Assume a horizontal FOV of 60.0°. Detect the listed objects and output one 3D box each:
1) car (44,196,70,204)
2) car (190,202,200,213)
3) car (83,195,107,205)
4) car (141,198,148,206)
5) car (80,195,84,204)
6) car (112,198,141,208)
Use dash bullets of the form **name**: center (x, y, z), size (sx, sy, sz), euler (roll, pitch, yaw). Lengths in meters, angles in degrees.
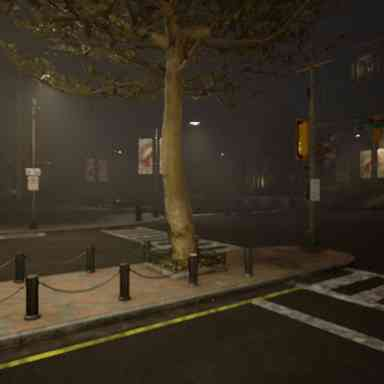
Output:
- **car**: center (-26.187, 1.541, 64.275), size (5.357, 1.411, 2.033), euler (0, 0, 26)
- **car**: center (-1.017, 1.530, 35.770), size (1.812, 1.442, 4.674), euler (0, 0, -35)
- **car**: center (-16.172, 1.568, 56.449), size (1.994, 1.385, 4.181), euler (0, 0, -43)
- **car**: center (-8.623, 1.569, 52.353), size (1.994, 1.385, 4.181), euler (0, 0, -36)
- **car**: center (-19.440, 1.358, 64.115), size (4.553, 1.767, 2.097), euler (0, 0, 37)
- **car**: center (-9.851, 1.552, 48.177), size (2.033, 1.411, 5.357), euler (0, 0, -35)
